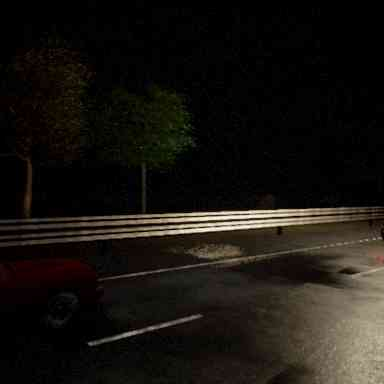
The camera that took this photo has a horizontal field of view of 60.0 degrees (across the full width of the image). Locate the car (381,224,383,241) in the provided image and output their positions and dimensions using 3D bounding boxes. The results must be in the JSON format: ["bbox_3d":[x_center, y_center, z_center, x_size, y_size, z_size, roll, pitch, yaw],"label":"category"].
[{"bbox_3d":[10.682,1.687,15.669,4.674,1.442,1.812,1,0,-36],"label":"car"}]

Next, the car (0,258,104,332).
[{"bbox_3d":[-3.903,1.599,5.261,4.718,1.301,1.895,1,0,-35],"label":"car"}]
